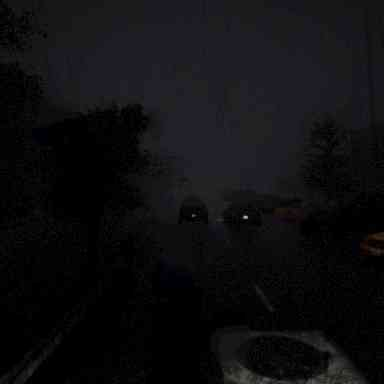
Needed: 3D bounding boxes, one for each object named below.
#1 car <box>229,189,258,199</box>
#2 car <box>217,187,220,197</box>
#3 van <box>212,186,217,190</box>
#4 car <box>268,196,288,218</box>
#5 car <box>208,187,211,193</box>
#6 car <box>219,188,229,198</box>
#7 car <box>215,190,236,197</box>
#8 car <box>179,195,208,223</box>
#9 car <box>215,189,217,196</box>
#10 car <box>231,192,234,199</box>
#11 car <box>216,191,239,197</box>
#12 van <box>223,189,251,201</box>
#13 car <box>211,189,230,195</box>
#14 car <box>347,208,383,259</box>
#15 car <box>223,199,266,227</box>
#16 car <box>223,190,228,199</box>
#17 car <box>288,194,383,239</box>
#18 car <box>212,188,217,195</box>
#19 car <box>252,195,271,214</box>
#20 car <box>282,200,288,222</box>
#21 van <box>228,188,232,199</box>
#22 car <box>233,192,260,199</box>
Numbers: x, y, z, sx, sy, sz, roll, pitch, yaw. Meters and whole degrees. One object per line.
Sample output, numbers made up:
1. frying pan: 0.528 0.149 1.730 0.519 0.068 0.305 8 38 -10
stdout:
1. car: 8.040 0.819 46.710 4.553 1.767 2.185 0 1 -20
2. car: 8.096 0.469 61.646 5.566 2.045 2.435 0 1 -20
3. van: 7.960 0.058 82.469 4.442 1.987 1.878 0 2 -20
4. car: 8.241 1.302 22.794 5.366 1.575 1.946 1 1 -20
5. car: 7.891 0.025 91.409 5.366 1.575 1.946 0 2 -20
6. car: 8.045 0.559 55.651 5.566 2.045 2.435 0 1 -20
7. car: 8.060 0.398 79.545 4.674 1.452 2.002 0 1 -20
8. car: 0.098 1.261 23.395 1.882 1.535 5.008 0 2 0
9. car: 8.039 0.589 70.578 4.792 1.488 2.163 0 2 -20
10. car: 8.063 1.030 43.741 4.674 1.452 2.002 0 1 -20
11. car: 8.092 0.462 76.573 4.792 1.488 2.163 0 1 -20
12. van: 7.962 0.539 58.604 4.442 1.987 1.878 0 1 -20
13. car: 8.091 -0.031 94.470 4.792 1.488 2.163 0 2 -20
14. car: 7.898 1.430 10.648 5.366 1.575 1.946 1 1 -20
15. car: 3.099 1.397 21.249 1.994 1.385 4.181 0 1 0
16. car: 8.061 0.857 52.686 4.892 1.521 2.231 1 1 -20
17. car: 8.047 1.130 16.699 5.566 2.045 2.435 1 1 -20
18. car: 7.894 0.493 73.504 5.366 1.575 1.946 0 2 -20
19. car: 8.043 1.245 28.718 4.792 1.488 2.163 1 1 -20
20. car: 8.073 1.382 19.722 4.674 1.452 2.002 1 1 -20
21. van: 8.179 0.676 49.744 4.442 1.987 1.878 0 1 -20
22. car: 8.042 1.065 40.722 4.792 1.488 2.163 0 1 -20
